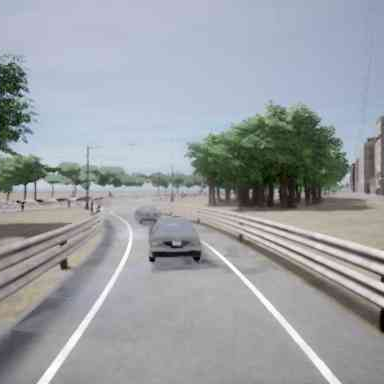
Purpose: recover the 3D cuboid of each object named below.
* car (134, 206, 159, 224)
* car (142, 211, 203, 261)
[{"bbox_3d":[-3.770,1.880,28.152,2.033,1.411,5.357,0,-1,-15],"label":"car"},{"bbox_3d":[-0.780,1.696,12.971,2.033,1.411,5.357,0,-1,-7],"label":"car"}]
